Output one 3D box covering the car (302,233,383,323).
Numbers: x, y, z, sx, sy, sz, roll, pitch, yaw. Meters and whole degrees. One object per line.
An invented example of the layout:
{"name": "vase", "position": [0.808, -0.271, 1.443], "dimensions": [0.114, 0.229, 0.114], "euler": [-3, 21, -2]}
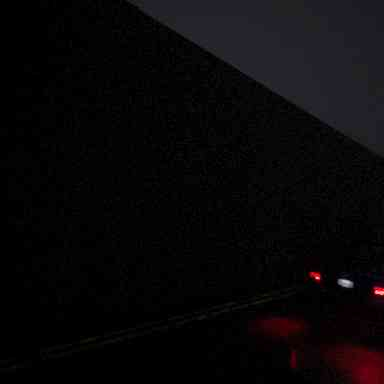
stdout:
{"name": "car", "position": [4.618, 1.596, 7.039], "dimensions": [5.357, 1.411, 2.033], "euler": [0, 0, -35]}
